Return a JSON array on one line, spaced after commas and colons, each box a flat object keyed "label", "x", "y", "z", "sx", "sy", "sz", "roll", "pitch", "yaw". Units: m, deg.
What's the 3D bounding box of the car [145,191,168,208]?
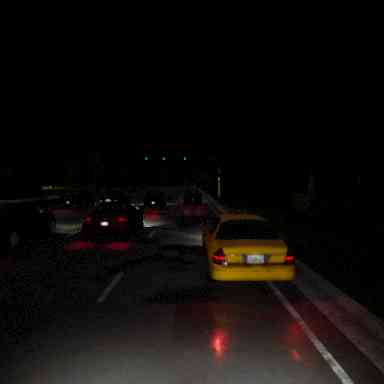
[{"label": "car", "x": -3.392, "y": 0.630, "z": 31.420, "sx": 1.837, "sy": 1.490, "sz": 4.892, "roll": 0, "pitch": 1, "yaw": 0}]

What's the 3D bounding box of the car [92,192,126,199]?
[{"label": "car", "x": -6.892, "y": 0.718, "z": 29.808, "sx": 2.033, "sy": 1.411, "sz": 5.357, "roll": 0, "pitch": 2, "yaw": 0}]

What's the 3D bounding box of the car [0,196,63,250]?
[{"label": "car", "x": -6.896, "y": 1.127, "z": 12.534, "sx": 1.882, "sy": 1.535, "sz": 5.008, "roll": 0, "pitch": 1, "yaw": 0}]

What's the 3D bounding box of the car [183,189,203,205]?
[{"label": "car", "x": 0.077, "y": 0.524, "z": 34.809, "sx": 2.128, "sy": 1.511, "sz": 4.902, "roll": 0, "pitch": 2, "yaw": 0}]

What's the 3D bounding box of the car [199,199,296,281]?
[{"label": "car", "x": 1.228, "y": 1.202, "z": 8.993, "sx": 1.801, "sy": 1.575, "sz": 5.366, "roll": 0, "pitch": 2, "yaw": 0}]

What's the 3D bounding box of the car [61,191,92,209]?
[{"label": "car", "x": -10.391, "y": 0.634, "z": 30.307, "sx": 1.882, "sy": 1.535, "sz": 5.008, "roll": 0, "pitch": 2, "yaw": 0}]

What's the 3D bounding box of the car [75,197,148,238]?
[{"label": "car", "x": -3.395, "y": 1.147, "z": 14.919, "sx": 1.994, "sy": 1.385, "sz": 4.181, "roll": 0, "pitch": 2, "yaw": 0}]

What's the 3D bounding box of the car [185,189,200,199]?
[{"label": "car", "x": 0.066, "y": 0.257, "z": 47.014, "sx": 1.994, "sy": 1.385, "sz": 4.181, "roll": 0, "pitch": 2, "yaw": 1}]
